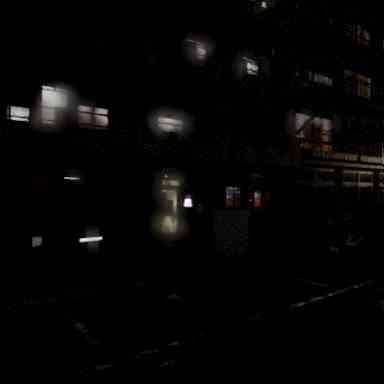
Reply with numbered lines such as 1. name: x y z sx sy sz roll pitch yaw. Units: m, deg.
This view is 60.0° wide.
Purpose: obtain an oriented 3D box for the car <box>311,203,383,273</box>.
1. car: 6.067 1.308 10.892 5.009 1.841 2.192 0 0 -36
